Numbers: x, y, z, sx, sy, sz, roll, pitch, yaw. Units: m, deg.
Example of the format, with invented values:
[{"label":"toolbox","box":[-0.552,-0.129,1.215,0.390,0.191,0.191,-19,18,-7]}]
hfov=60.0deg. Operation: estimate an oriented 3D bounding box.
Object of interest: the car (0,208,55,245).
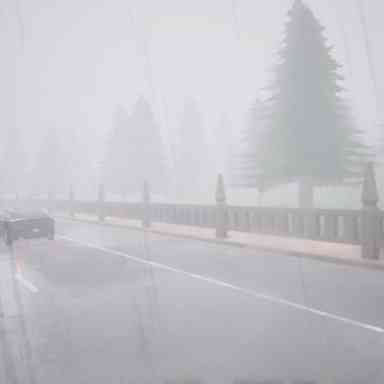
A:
[{"label":"car","box":[-8.272,1.530,16.246,1.882,1.535,5.008,-1,0,-39]}]
